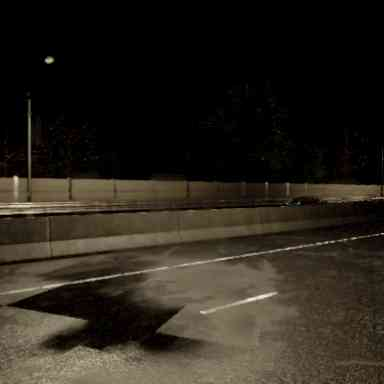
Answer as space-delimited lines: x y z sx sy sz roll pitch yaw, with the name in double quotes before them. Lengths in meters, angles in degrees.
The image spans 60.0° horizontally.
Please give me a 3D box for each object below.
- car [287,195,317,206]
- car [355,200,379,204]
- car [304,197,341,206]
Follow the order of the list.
"car" 13.197 1.267 39.143 4.553 1.767 2.097 0 0 -35
"car" 17.763 1.478 33.804 4.181 1.385 1.994 0 0 -35
"car" 14.564 1.517 35.828 4.718 1.301 1.895 0 0 -35
